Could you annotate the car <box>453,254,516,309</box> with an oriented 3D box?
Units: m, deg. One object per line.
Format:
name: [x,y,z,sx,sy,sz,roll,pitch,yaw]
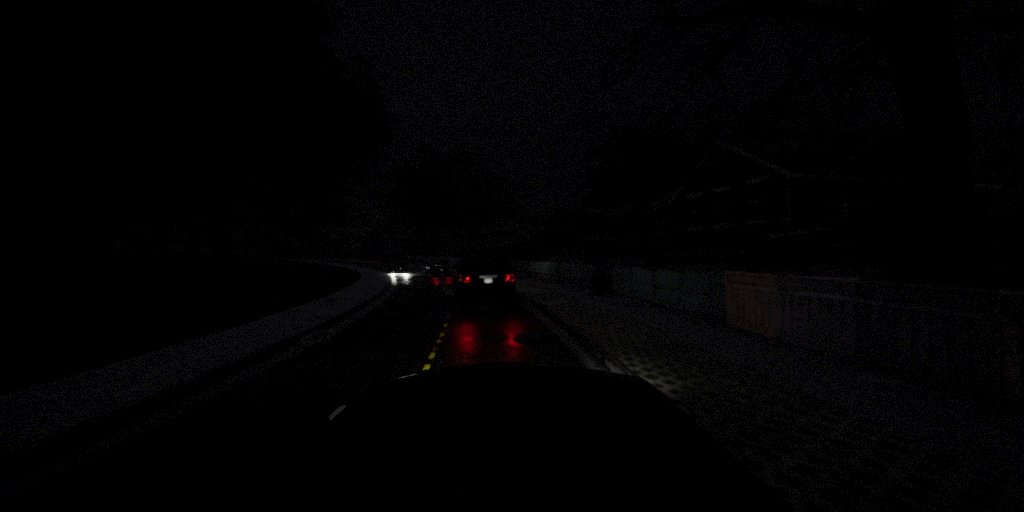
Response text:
car: [-1.238,0.919,14.891,2.150,2.045,5.566,0,0,-9]

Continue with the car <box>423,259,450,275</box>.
car: [-7.363,1.035,34.756,2.128,1.511,4.902,0,0,-23]

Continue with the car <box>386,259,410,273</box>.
car: [-12.155,1.054,38.054,1.994,1.385,4.181,0,1,-27]
